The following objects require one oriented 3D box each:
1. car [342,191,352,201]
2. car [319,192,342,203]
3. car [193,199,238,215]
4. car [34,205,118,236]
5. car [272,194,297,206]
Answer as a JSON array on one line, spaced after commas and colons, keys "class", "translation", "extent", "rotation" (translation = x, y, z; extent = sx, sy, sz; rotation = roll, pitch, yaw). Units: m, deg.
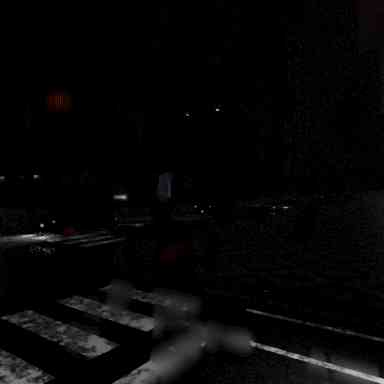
[{"class": "car", "translation": [25.394, 0.653, 55.701], "extent": [1.882, 1.535, 5.008], "rotation": [0, 1, 36]}, {"class": "car", "translation": [19.511, 0.814, 47.473], "extent": [1.837, 1.490, 4.892], "rotation": [0, 1, 36]}, {"class": "car", "translation": [2.118, 1.234, 28.636], "extent": [1.895, 1.301, 4.718], "rotation": [0, 1, 36]}, {"class": "car", "translation": [-5.941, 1.385, 17.365], "extent": [1.994, 1.385, 4.181], "rotation": [0, 1, 36]}, {"class": "car", "translation": [11.790, 0.938, 42.137], "extent": [1.812, 1.442, 4.674], "rotation": [0, 1, 36]}]
